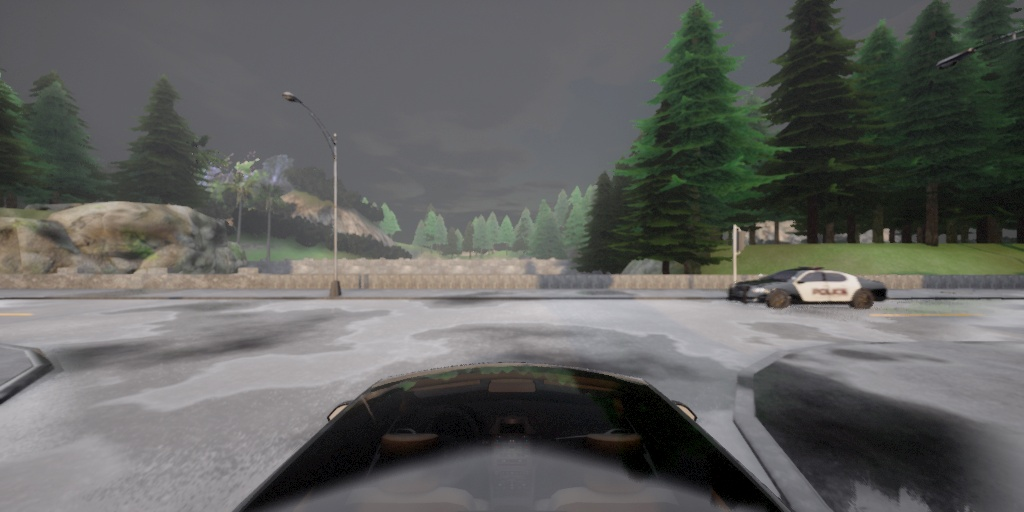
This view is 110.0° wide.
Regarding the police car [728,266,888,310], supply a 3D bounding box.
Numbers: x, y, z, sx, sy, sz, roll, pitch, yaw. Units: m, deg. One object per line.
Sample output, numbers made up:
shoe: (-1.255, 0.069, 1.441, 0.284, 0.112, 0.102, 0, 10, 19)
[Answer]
police car: (11.098, 1.200, 13.796, 4.974, 1.542, 2.038, 0, 0, 0)
